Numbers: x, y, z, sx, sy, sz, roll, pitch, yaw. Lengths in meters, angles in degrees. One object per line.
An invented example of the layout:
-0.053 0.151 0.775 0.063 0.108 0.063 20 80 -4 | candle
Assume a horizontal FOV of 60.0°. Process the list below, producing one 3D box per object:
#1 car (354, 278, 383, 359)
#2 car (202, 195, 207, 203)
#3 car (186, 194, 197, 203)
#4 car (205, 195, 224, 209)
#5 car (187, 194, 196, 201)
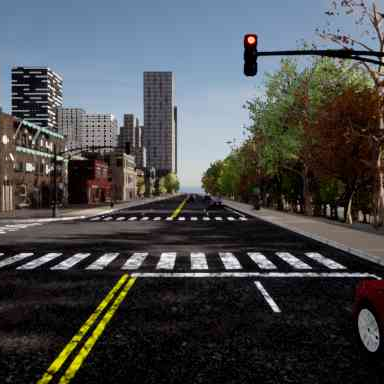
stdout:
3.344 1.477 2.962 1.882 1.535 5.008 0 0 0 | car
3.192 1.477 70.489 1.837 1.490 4.892 0 0 0 | car
-0.143 1.501 66.011 1.812 1.442 4.674 0 0 0 | car
3.255 1.532 45.664 2.033 1.411 5.357 0 0 0 | car
-0.164 1.280 76.013 1.882 1.535 5.008 0 0 0 | car
